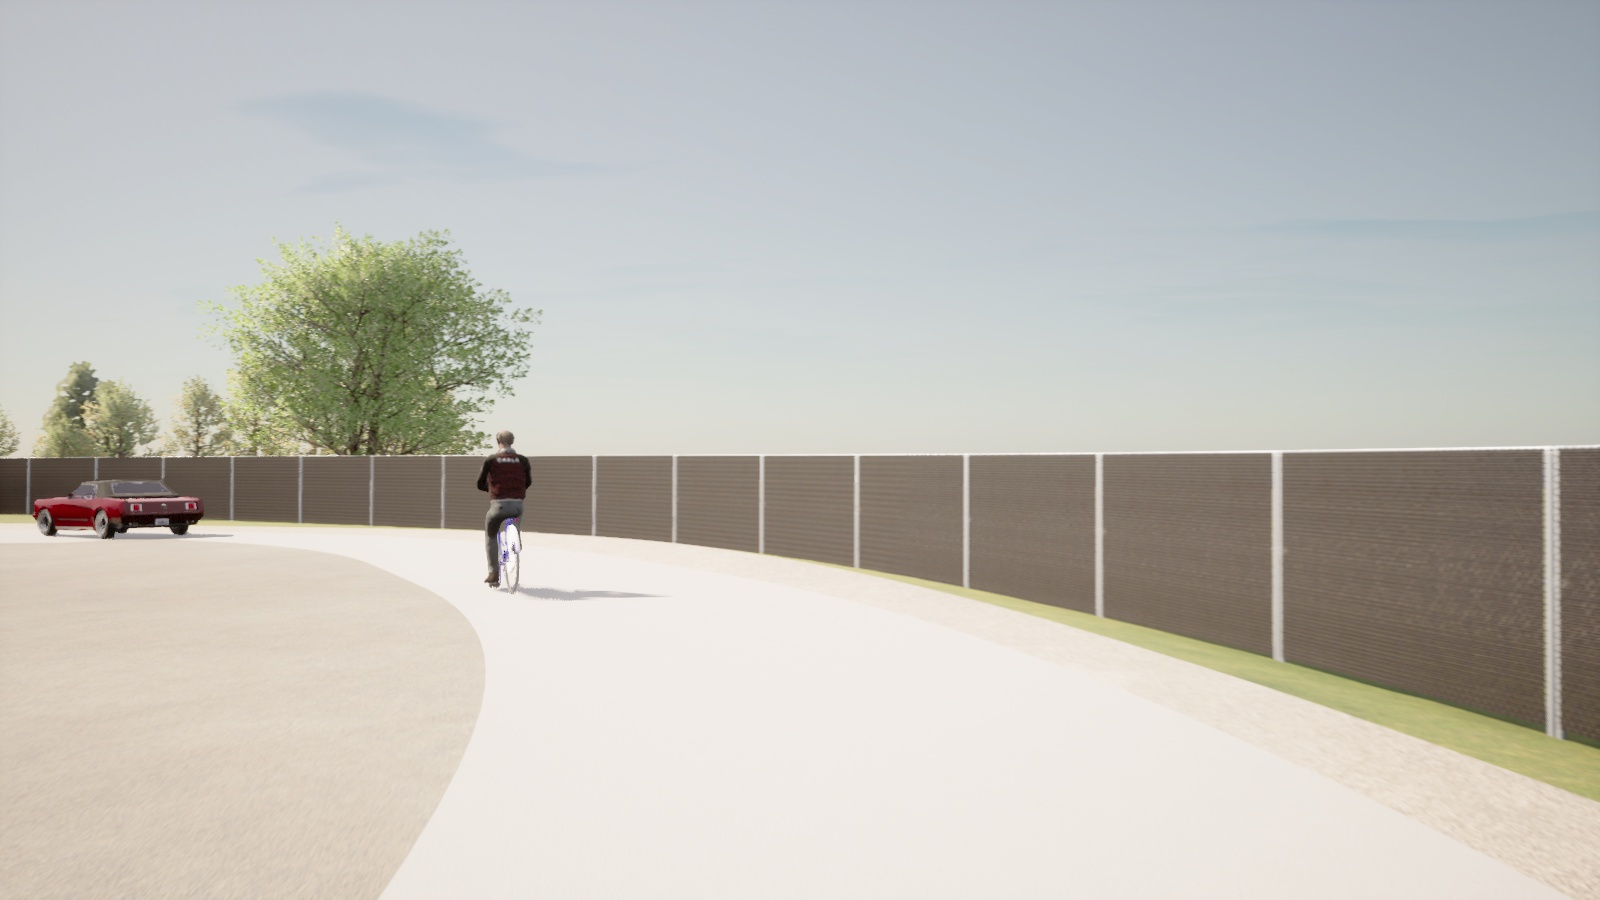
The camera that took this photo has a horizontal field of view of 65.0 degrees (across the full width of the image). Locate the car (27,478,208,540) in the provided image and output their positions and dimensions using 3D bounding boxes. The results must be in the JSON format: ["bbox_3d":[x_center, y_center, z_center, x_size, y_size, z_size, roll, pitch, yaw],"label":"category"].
[{"bbox_3d":[-15.849,1.328,29.076,4.718,1.301,1.895,-1,-1,37],"label":"car"}]

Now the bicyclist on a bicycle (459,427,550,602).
[{"bbox_3d":[-3.269,0.664,13.776,0.659,1.776,1.843,0,0,-23],"label":"bicyclist on a bicycle"}]
